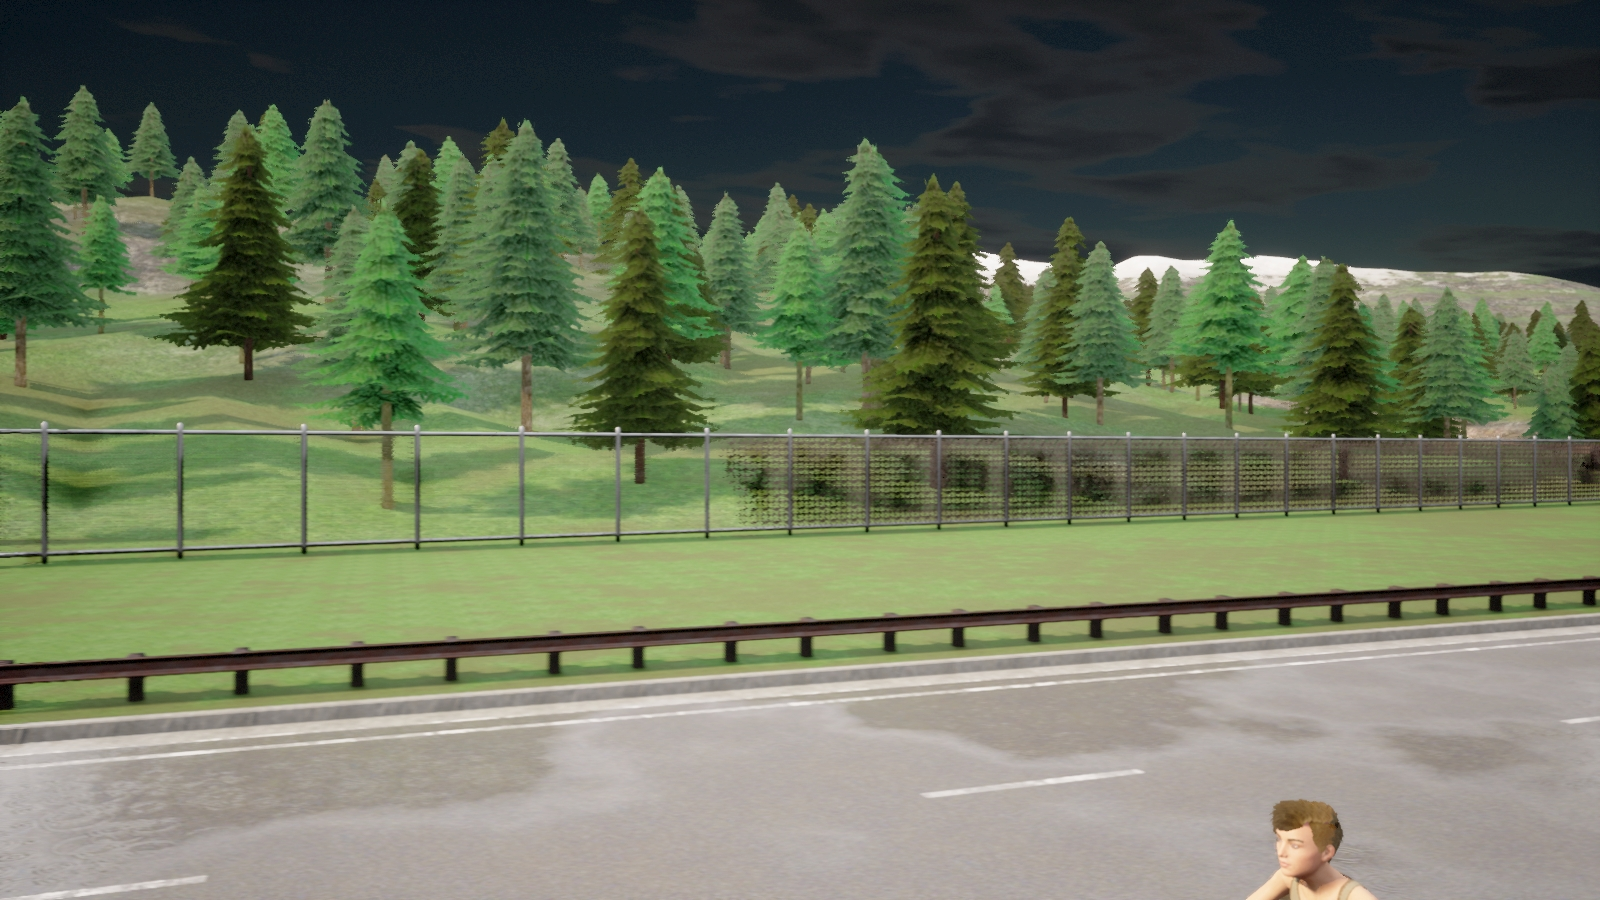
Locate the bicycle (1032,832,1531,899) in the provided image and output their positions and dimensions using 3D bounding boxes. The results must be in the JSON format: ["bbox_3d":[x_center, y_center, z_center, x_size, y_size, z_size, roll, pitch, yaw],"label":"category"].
[{"bbox_3d":[1.666,2.157,3.892,1.487,1.277,0.859,0,0,-20],"label":"bicycle"}]
